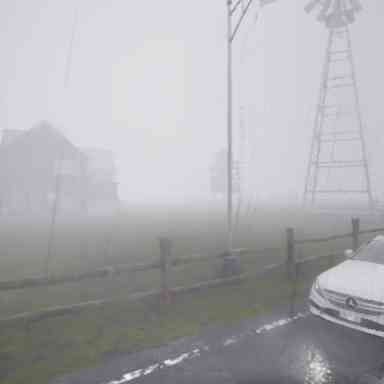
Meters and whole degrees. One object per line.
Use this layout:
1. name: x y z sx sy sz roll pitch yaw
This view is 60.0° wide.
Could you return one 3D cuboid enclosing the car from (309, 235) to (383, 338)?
1. car: 4.144 1.560 6.332 4.674 1.442 1.812 0 0 -38
